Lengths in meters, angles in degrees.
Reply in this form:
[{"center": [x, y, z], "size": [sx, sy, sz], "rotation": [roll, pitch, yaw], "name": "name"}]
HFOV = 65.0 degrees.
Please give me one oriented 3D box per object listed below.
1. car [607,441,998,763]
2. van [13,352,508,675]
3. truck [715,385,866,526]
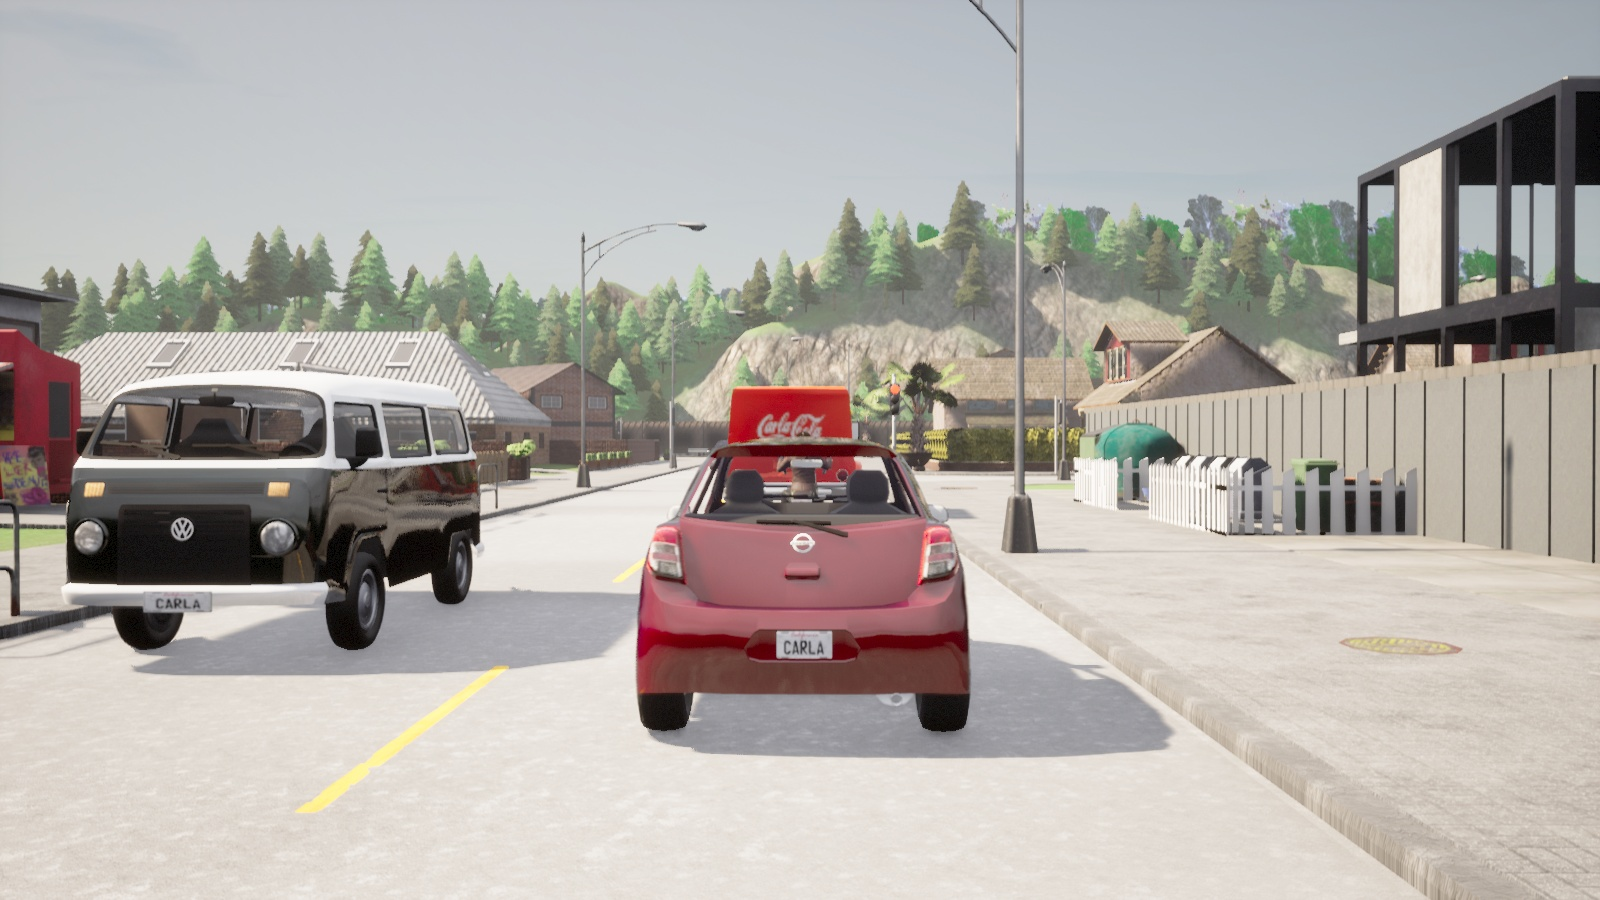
[{"center": [0.039, 0.703, 7.737], "size": [1.845, 1.501, 3.633], "rotation": [0, 1, 1], "name": "car"}, {"center": [-3.930, 0.391, 10.174], "size": [2.069, 2.038, 4.480], "rotation": [0, 0, 0], "name": "van"}, {"center": [-0.064, 0.075, 24.534], "size": [2.627, 2.467, 5.204], "rotation": [0, 0, 2], "name": "truck"}]
